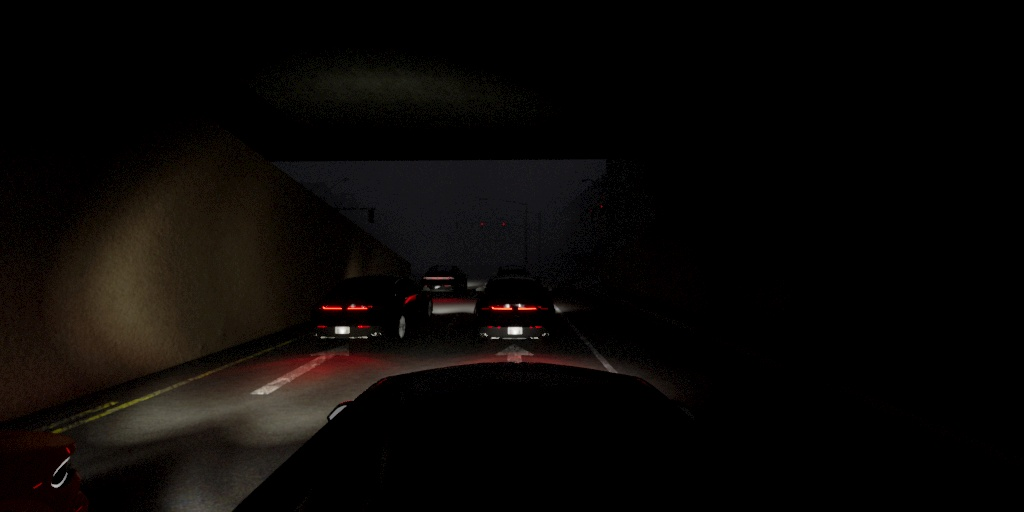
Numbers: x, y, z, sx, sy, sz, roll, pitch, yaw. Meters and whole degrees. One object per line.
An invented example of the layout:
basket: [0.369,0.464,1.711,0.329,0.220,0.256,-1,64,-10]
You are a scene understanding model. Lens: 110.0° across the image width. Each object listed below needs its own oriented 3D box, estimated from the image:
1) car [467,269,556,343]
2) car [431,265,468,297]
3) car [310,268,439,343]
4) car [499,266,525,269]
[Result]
car: [0.053,1.253,9.620,1.837,1.490,4.892,0,0,0]
car: [-3.484,1.237,18.994,2.128,1.511,4.902,0,0,-1]
car: [-3.448,1.253,9.677,1.837,1.490,4.892,0,0,0]
car: [0.012,1.251,19.030,1.837,1.490,4.892,0,0,0]
